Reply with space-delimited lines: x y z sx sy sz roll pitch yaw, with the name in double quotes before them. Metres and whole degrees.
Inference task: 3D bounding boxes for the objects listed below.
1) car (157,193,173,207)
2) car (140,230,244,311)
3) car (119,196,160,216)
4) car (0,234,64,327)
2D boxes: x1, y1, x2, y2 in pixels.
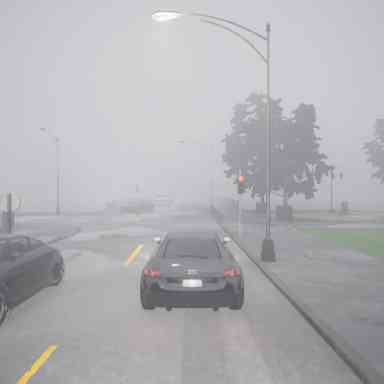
"car" -4.504 1.217 51.035 2.150 2.045 5.566 0 1 -1
"car" 0.002 1.564 7.826 1.994 1.385 4.181 0 0 0
"car" -5.355 1.477 33.134 1.882 1.535 5.008 1 0 17
"car" -4.146 1.564 6.595 1.994 1.385 4.181 0 0 -1
